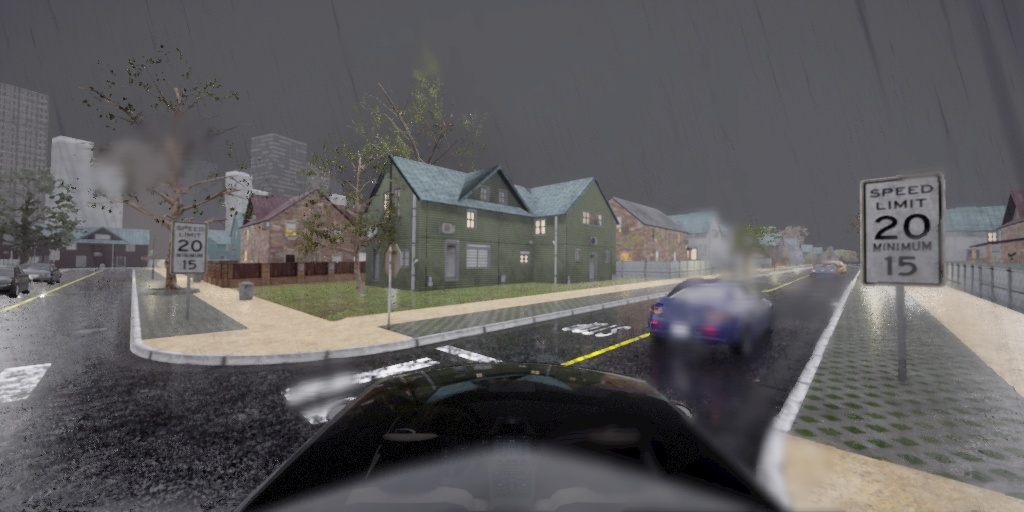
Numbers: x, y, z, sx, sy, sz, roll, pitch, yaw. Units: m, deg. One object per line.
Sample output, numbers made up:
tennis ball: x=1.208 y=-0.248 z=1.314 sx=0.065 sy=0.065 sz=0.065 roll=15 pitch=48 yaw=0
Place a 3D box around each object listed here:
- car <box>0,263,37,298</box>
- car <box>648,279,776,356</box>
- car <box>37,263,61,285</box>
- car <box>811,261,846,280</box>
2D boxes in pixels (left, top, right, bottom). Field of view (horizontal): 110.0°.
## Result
car: x=-25.384 y=1.243 z=17.541 sx=4.892 sy=1.490 sz=1.837 roll=0 pitch=-2 yaw=43
car: x=4.905 y=1.271 z=8.637 sx=1.812 sy=1.442 sz=4.674 roll=-1 pitch=0 yaw=45
car: x=-33.513 y=1.266 z=25.266 sx=4.902 sy=1.511 sz=2.128 roll=0 pitch=-2 yaw=44
car: x=27.675 y=1.295 z=31.559 sx=5.357 sy=1.411 sz=2.033 roll=0 pitch=0 yaw=-45
